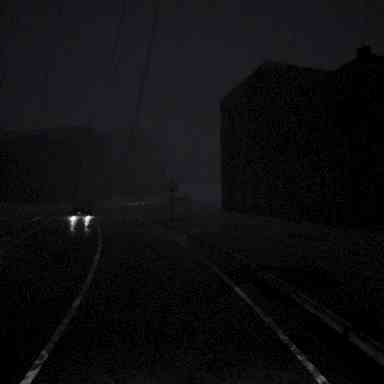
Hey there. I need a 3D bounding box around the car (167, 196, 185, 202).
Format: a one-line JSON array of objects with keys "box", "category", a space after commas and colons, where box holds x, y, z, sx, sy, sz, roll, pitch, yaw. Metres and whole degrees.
[{"box": [-3.420, 1.476, 71.487, 1.895, 1.301, 4.718, -3, -1, 28], "category": "car"}]

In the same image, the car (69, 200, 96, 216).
[{"box": [-10.357, 1.464, 31.842, 2.033, 1.411, 5.357, 0, 0, -10], "category": "car"}]
